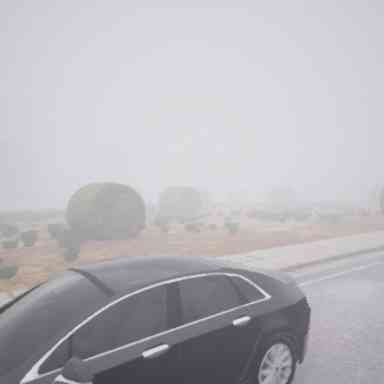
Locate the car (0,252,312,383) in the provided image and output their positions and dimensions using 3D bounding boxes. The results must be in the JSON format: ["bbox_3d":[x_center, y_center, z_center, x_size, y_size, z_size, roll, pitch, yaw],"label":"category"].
[{"bbox_3d":[-0.760,1.507,3.450,4.892,1.490,1.837,-1,0,-36],"label":"car"}]
